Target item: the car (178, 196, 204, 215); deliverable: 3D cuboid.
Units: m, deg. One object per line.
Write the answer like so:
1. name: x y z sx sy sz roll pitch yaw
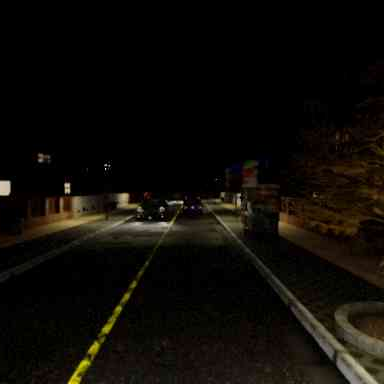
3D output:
1. car: 0.065 1.323 30.314 2.033 1.411 5.357 0 0 0

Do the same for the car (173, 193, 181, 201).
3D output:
1. car: -2.762 1.020 66.032 2.128 1.511 4.902 0 0 0

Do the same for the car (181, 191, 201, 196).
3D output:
1. car: 0.056 0.895 44.745 2.150 2.045 5.566 0 1 0

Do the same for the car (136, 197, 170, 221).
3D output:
1. car: -2.846 1.166 24.901 2.097 1.767 4.553 0 0 0

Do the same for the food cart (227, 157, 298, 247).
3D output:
1. food cart: 3.050 0.349 15.631 2.280 3.560 4.660 1 2 0
